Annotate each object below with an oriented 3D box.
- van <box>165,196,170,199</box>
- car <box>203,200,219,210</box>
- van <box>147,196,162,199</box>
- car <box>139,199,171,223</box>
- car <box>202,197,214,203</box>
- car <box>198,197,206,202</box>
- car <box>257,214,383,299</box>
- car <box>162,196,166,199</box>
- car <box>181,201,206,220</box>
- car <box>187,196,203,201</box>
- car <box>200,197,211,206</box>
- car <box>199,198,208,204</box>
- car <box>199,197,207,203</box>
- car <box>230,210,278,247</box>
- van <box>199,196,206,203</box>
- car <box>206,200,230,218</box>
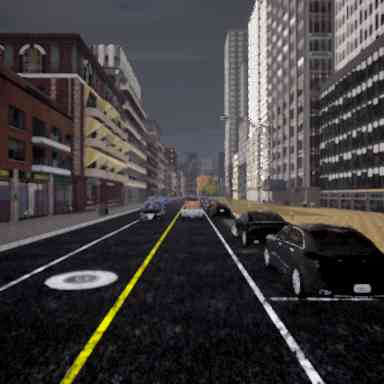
[{"bbox_3d":[-5.702,1.709,64.933,1.690,1.788,3.998,0,0,0],"label":"van"},{"bbox_3d":[2.682,1.818,48.365,2.008,1.369,4.403,0,0,0],"label":"car"},{"bbox_3d":[-5.698,1.608,48.366,1.690,1.788,3.998,0,0,0],"label":"van"},{"bbox_3d":[-3.104,1.634,27.179,2.128,1.511,4.902,0,0,0],"label":"car"},{"bbox_3d":[2.684,1.674,42.843,1.967,1.590,4.097,0,0,0],"label":"car"},{"bbox_3d":[2.672,2.104,92.547,2.008,1.369,4.403,0,0,0],"label":"car"},{"bbox_3d":[3.143,1.548,8.568,1.837,1.490,4.892,0,0,0],"label":"car"},{"bbox_3d":[-5.700,1.845,53.887,1.887,1.381,4.507,0,0,0],"label":"car"},{"bbox_3d":[0.040,1.759,29.864,1.895,1.301,4.718,0,0,1],"label":"car"},{"bbox_3d":[0.066,1.611,47.241,2.097,1.767,4.553,0,0,0],"label":"car"},{"bbox_3d":[2.679,1.808,64.933,1.967,1.590,4.097,0,0,0],"label":"car"},{"bbox_3d":[2.676,2.005,75.979,1.947,1.339,4.313,0,0,0],"label":"car"},{"bbox_3d":[2.674,2.021,81.502,1.887,1.381,4.507,0,0,0],"label":"car"},{"bbox_3d":[3.136,1.557,15.569,1.882,1.535,5.008,0,0,0],"label":"car"},{"bbox_3d":[2.673,1.856,87.026,1.690,1.788,3.998,0,0,0],"label":"van"},{"bbox_3d":[2.686,1.734,31.797,1.947,1.339,4.313,0,0,0],"label":"car"}]
